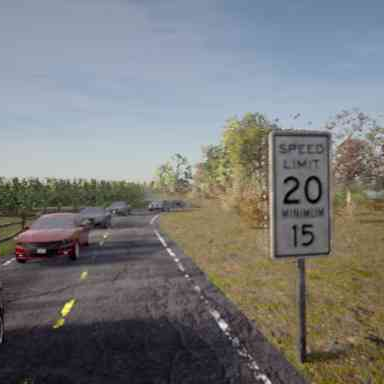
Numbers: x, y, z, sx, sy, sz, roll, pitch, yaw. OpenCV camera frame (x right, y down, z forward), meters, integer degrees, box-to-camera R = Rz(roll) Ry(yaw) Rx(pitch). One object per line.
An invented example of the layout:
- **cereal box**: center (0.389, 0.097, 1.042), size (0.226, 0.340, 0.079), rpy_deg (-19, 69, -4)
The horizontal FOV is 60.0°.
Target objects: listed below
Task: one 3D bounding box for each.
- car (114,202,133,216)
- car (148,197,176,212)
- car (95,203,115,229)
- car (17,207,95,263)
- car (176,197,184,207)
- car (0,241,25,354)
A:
- **car**: center (-7.318, 1.696, 33.570), size (1.994, 1.385, 4.181), rpy_deg (-1, 0, 2)
- **car**: center (-3.803, 1.623, 39.917), size (2.033, 1.411, 5.357), rpy_deg (-1, 0, 8)
- **car**: center (-6.639, 1.688, 22.503), size (1.994, 1.385, 4.181), rpy_deg (-1, 0, -7)
- **car**: center (-5.106, 1.575, 12.784), size (1.882, 1.535, 5.008), rpy_deg (-1, 0, -10)
- **car**: center (-2.321, 1.555, 50.717), size (1.837, 1.490, 4.892), rpy_deg (-1, 0, 5)
- **car**: center (-3.308, 1.590, 3.105), size (1.812, 1.442, 4.674), rpy_deg (-1, 0, -11)
